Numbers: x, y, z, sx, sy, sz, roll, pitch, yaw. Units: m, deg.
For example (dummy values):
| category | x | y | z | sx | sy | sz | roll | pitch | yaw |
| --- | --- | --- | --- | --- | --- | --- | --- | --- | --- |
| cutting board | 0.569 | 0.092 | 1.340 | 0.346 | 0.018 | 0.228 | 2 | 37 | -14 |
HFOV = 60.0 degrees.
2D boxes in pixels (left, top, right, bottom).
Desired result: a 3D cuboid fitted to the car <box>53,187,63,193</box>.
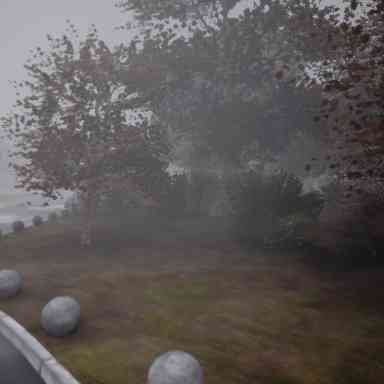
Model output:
| category | x | y | z | sx | sy | sz | roll | pitch | yaw |
| --- | --- | --- | --- | --- | --- | --- | --- | --- | --- |
| car | -24.651 | -0.593 | 57.894 | 2.435 | 2.045 | 5.566 | 0 | 3 | 6 |

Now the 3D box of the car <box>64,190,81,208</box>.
| category | x | y | z | sx | sy | sz | roll | pitch | yaw |
| --- | --- | --- | --- | --- | --- | --- | --- | --- | --- |
| car | -11.932 | 0.868 | 35.476 | 1.994 | 1.385 | 4.181 | 0 | 3 | 4 |

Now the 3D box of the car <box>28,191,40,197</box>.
| category | x | y | z | sx | sy | sz | roll | pitch | yaw |
| --- | --- | --- | --- | --- | --- | --- | --- | --- | --- |
| car | -25.314 | -0.084 | 52.140 | 1.946 | 1.575 | 5.366 | 0 | 3 | 7 |

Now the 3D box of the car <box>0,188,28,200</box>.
| category | x | y | z | sx | sy | sz | roll | pitch | yaw |
| --- | --- | --- | --- | --- | --- | --- | --- | --- | --- |
| car | -25.941 | 0.164 | 46.656 | 1.946 | 1.575 | 5.366 | 0 | 3 | 7 |
